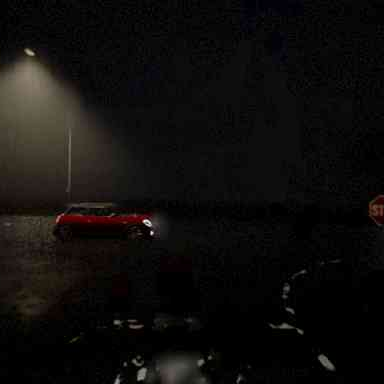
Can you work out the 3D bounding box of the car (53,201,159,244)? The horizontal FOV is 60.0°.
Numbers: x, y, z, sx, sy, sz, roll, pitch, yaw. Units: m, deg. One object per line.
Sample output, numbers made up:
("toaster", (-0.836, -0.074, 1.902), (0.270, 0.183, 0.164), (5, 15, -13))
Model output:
("car", (-3.817, 1.316, 15.315), (4.553, 1.767, 2.097), (1, 1, 0))
